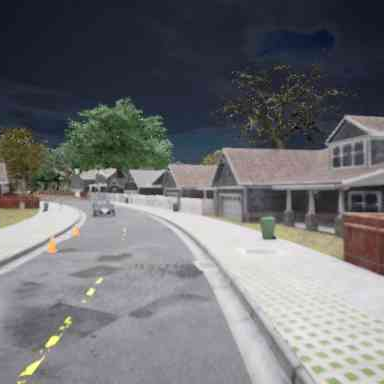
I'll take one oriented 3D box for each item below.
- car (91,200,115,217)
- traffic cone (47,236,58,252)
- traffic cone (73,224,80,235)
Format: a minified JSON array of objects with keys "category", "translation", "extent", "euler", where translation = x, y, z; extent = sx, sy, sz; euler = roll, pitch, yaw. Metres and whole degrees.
[{"category":"car","translation":[-8.540,1.504,31.777],"extent":[2.128,1.511,4.902],"euler":[0,0,-20]},{"category":"traffic cone","translation":[-5.320,1.968,12.667],"extent":[0.340,0.580,0.340],"euler":[0,0,-8]},{"category":"traffic cone","translation":[-6.084,1.967,17.492],"extent":[0.340,0.580,0.340],"euler":[0,0,-10]}]
